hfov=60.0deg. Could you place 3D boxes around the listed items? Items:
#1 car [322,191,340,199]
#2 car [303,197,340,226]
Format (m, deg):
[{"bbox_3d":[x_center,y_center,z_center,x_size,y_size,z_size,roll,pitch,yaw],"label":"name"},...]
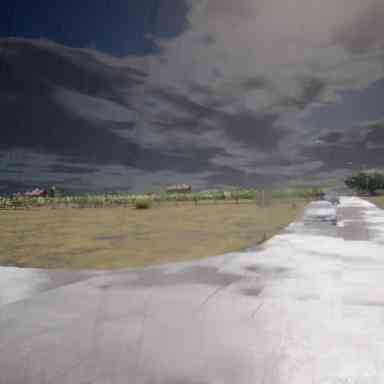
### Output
[{"bbox_3d":[18.725,0.708,44.779,2.097,1.767,4.553,-3,0,24],"label":"car"},{"bbox_3d":[8.222,1.293,21.240,1.812,1.442,4.674,-3,0,24],"label":"car"}]
